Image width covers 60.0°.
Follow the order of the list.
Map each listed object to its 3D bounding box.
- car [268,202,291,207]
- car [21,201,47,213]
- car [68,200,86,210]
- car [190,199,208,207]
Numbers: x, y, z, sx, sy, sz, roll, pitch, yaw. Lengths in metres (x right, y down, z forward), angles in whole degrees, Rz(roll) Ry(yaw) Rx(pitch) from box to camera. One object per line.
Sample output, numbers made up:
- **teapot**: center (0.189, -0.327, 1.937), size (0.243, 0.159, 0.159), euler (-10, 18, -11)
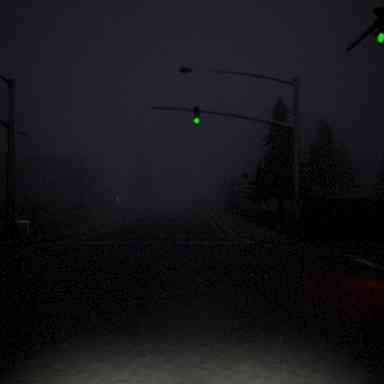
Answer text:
- **car**: center (17.756, 2.376, 67.706), size (4.674, 1.442, 1.812), euler (0, -1, 1)
- **car**: center (-20.521, 1.937, 43.273), size (1.970, 1.475, 3.806), euler (0, -1, 0)
- **car**: center (-17.470, 2.021, 50.665), size (1.845, 1.501, 3.633), euler (0, -1, 0)
- **car**: center (1.374, 2.263, 71.161), size (2.097, 1.767, 4.553), euler (0, -1, -32)
